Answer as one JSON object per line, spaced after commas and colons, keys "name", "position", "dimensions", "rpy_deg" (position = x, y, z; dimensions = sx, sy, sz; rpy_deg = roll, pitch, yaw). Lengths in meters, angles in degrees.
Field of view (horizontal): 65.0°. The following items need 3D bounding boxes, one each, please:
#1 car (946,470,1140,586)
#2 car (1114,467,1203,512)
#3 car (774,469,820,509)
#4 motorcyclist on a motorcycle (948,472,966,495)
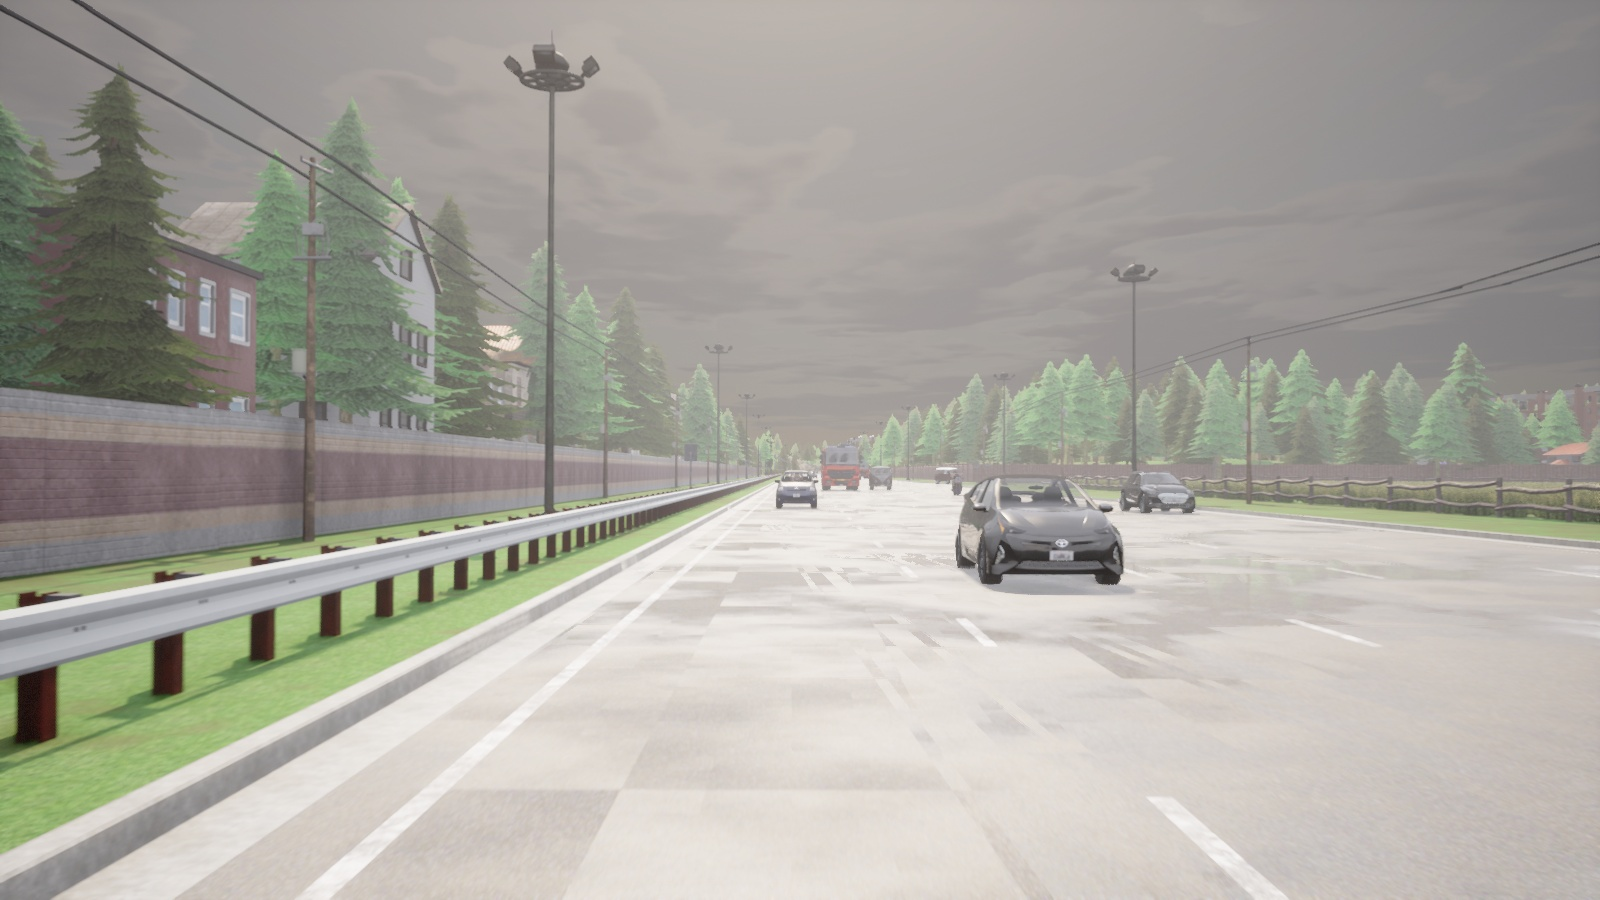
{"name": "car", "position": [3.455, 1.062, 18.777], "dimensions": [2.007, 1.525, 4.514], "rpy_deg": [0, -1, 0]}
{"name": "car", "position": [13.882, 1.508, 48.942], "dimensions": [2.033, 1.649, 4.856], "rpy_deg": [0, -1, 0]}
{"name": "car", "position": [-0.127, 1.599, 52.931], "dimensions": [1.851, 1.617, 3.988], "rpy_deg": [0, -1, 0]}
{"name": "motorcyclist on a motorcycle", "position": [10.289, 2.185, 82.207], "dimensions": [0.866, 1.530, 2.191], "rpy_deg": [0, -1, 0]}
